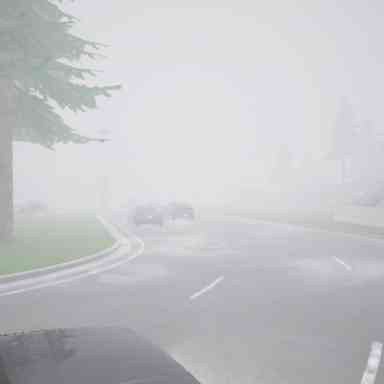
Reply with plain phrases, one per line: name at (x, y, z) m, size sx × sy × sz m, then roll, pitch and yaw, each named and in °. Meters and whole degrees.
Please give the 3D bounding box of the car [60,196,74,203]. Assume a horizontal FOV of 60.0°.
car at (-26.754, 1.606, 71.336) m, size 1.837 × 1.490 × 4.892 m, roll 0°, pitch 0°, yaw -6°

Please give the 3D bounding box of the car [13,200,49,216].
car at (-16.513, 1.584, 33.926) m, size 2.128 × 1.511 × 4.902 m, roll 0°, pitch 0°, yaw 4°

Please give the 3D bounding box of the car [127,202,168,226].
car at (-3.444, 1.642, 24.070) m, size 1.994 × 1.385 × 4.181 m, roll 0°, pitch 0°, yaw -19°

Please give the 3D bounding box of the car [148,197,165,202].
car at (-5.140, 1.680, 46.679) m, size 1.812 × 1.442 × 4.674 m, roll 0°, pitch 0°, yaw -6°

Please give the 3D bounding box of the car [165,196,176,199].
car at (-3.778, 1.766, 64.922) m, size 2.033 × 1.411 × 5.357 m, roll 0°, pitch 0°, yaw -6°

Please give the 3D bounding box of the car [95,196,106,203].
car at (-19.846, 1.622, 72.541) m, size 1.812 × 1.442 × 4.674 m, roll 0°, pitch 0°, yaw -6°

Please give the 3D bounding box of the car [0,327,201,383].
car at (-2.345, 1.550, 1.652) m, size 5.357 × 1.411 × 2.033 m, roll 0°, pitch 0°, yaw -36°

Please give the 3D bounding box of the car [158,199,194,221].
car at (-1.267, 1.602, 28.542) m, size 1.837 × 1.490 × 4.892 m, roll 0°, pitch 0°, yaw -19°

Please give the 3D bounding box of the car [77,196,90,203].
car at (-23.276, 1.653, 71.732) m, size 2.033 × 1.411 × 5.357 m, roll 0°, pitch 0°, yaw -6°

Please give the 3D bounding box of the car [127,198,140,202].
car at (-9.630, 1.679, 54.529) m, size 1.837 × 1.490 × 4.892 m, roll 0°, pitch 0°, yaw -7°
